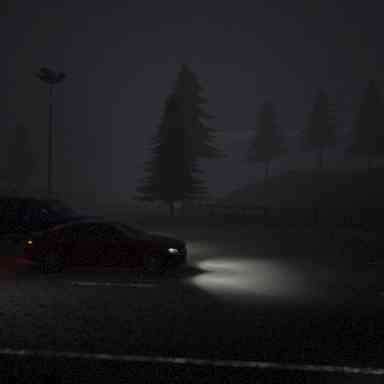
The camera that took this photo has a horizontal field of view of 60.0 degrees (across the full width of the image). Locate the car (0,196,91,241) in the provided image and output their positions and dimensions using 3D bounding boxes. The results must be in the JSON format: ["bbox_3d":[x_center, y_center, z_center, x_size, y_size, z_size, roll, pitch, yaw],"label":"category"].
[{"bbox_3d":[-6.278,1.210,13.667,5.566,2.045,2.150,1,0,5],"label":"car"}]

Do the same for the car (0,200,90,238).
[{"bbox_3d":[-7.913,1.340,17.317,4.553,1.767,2.097,1,0,5],"label":"car"}]

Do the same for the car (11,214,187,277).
[{"bbox_3d":[-2.485,1.539,9.832,4.674,1.442,1.812,1,0,5],"label":"car"}]

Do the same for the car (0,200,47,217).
[{"bbox_3d":[-16.449,1.484,31.372,4.674,1.442,1.812,1,0,-39],"label":"car"}]

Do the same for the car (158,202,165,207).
[{"bbox_3d":[-4.398,1.675,53.842,2.128,1.511,4.902,1,0,-1],"label":"car"}]
